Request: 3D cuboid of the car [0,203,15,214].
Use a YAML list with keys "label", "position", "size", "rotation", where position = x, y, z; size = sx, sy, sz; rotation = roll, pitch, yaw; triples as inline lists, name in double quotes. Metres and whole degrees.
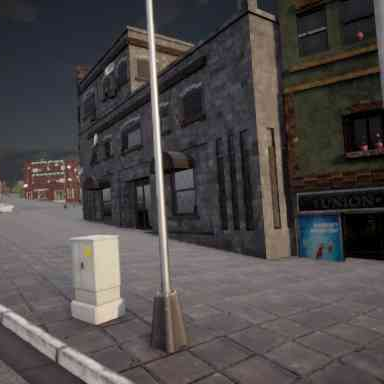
- label: "car"
  position: [-27.066, 2.382, 47.319]
  size: [1.812, 1.442, 4.674]
  rotation: [-4, -1, 1]
